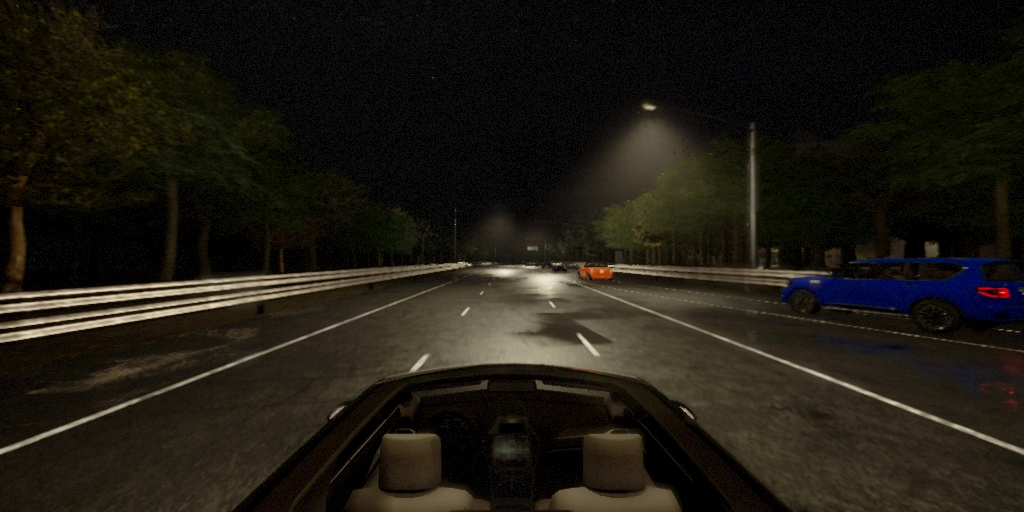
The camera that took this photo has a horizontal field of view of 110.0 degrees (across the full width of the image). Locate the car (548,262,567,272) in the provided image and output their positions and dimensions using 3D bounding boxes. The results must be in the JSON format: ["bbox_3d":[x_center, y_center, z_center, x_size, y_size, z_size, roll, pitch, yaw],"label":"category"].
[{"bbox_3d":[7.013,1.786,53.853,1.895,1.301,4.718,0,0,0],"label":"car"}]

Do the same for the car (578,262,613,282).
[{"bbox_3d":[7.540,1.367,32.882,2.097,1.767,4.553,0,0,-5],"label":"car"}]

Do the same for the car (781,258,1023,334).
[{"bbox_3d":[11.821,1.075,11.343,2.150,2.045,5.566,0,0,-17],"label":"car"}]
